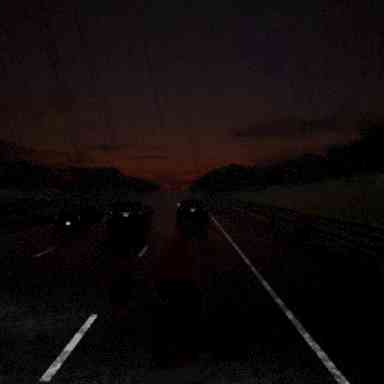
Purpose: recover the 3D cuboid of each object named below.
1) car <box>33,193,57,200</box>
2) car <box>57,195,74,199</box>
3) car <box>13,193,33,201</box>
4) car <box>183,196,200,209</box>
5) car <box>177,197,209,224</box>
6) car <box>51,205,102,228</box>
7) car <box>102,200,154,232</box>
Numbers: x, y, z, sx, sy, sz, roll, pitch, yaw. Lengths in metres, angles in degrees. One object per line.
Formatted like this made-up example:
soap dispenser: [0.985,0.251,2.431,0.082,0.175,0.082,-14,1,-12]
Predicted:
car: [-21.422,0.951,50.018,1.882,1.535,5.008,0,0,-2]
car: [-17.924,0.871,50.121,2.033,1.411,5.357,0,0,-2]
car: [-24.921,0.854,49.918,1.882,1.535,5.008,0,0,-2]
car: [-0.129,1.316,41.852,2.033,1.411,5.357,0,0,-1]
car: [0.034,1.207,23.305,2.097,1.767,4.553,0,0,0]
car: [-6.957,1.452,20.873,1.895,1.301,4.718,0,0,0]
car: [-3.449,1.220,19.372,2.097,1.767,4.553,0,0,0]
